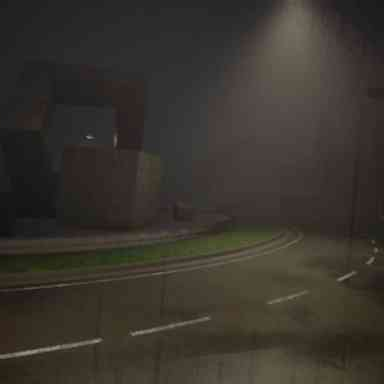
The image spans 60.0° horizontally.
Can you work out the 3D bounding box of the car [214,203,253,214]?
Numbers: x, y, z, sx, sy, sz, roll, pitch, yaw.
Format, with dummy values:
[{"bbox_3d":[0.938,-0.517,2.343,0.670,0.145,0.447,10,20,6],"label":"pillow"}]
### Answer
[{"bbox_3d":[5.000,2.015,41.137,4.718,1.301,1.895,0,-1,42],"label":"car"}]
